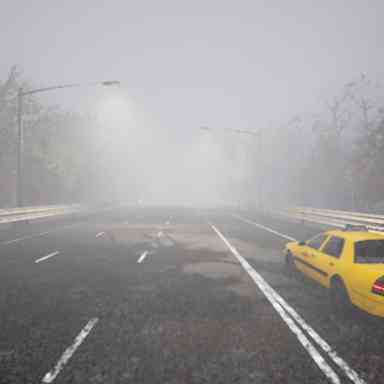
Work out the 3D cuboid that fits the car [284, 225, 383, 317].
[{"bbox_3d":[3.666,1.538,7.761,1.801,1.575,5.366,0,-1,-2],"label":"car"}]
